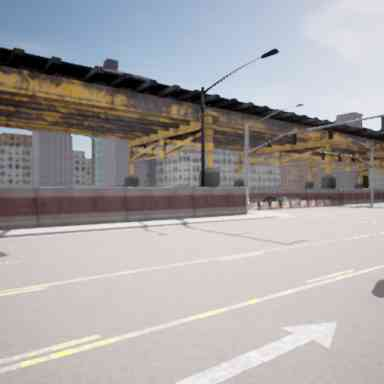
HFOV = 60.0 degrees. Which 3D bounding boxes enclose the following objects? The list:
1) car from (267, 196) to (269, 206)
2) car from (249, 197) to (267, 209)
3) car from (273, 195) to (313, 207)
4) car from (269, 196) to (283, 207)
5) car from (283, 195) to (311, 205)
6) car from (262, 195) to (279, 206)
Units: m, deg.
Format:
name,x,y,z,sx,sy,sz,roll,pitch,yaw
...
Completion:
name,x,y,z,sx,sy,sz,roll,pitch,yaw
car,6.508,1.276,40.702,4.974,1.542,2.038,0,0,9
car,6.456,1.119,40.709,4.536,1.218,1.853,0,0,9
car,14.215,1.216,47.086,4.974,1.542,2.038,0,0,-6
car,10.275,1.249,43.357,2.038,1.542,4.974,0,0,19
car,14.162,1.059,47.079,4.536,1.218,1.853,0,0,-6
car,10.290,1.091,43.406,1.853,1.218,4.536,0,0,19
